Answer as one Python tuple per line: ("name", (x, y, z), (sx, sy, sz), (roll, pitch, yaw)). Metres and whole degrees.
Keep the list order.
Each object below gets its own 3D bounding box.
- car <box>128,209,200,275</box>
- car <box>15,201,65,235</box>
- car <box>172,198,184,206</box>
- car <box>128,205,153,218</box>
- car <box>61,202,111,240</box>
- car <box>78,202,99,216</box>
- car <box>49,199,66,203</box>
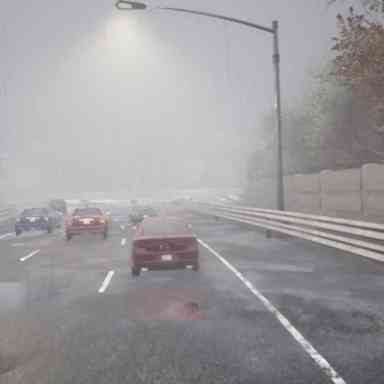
("car", (-0.943, 1.536, 10.929), (1.882, 1.535, 5.008), (-2, 0, -7))
("car", (-10.038, 1.724, 22.031), (2.097, 1.767, 4.553), (-2, 0, -13))
("car", (-2.099, 1.755, 60.500), (1.812, 1.442, 4.674), (-2, 0, 20))
("car", (-3.897, 1.756, 26.169), (1.994, 1.385, 4.181), (-2, 0, -15))
("car", (-5.757, 1.581, 18.893), (2.097, 1.767, 4.553), (-2, 0, -11))
("car", (-12.682, 2.009, 40.618), (1.837, 1.490, 4.892), (-1, 0, -24))
("car", (-16.930, 1.859, 41.563), (2.150, 2.045, 5.566), (-2, 0, -25))
